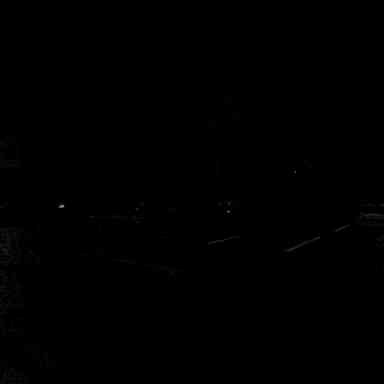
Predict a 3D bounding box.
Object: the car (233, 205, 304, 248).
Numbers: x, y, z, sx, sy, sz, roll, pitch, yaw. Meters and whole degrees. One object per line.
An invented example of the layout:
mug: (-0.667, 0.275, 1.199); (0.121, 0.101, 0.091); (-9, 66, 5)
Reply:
car: (3.507, 1.402, 14.122); (1.845, 1.501, 3.633); (0, 0, 35)

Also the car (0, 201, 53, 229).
car: (-11.965, 1.425, 22.629); (2.097, 1.767, 4.553); (0, 0, 35)

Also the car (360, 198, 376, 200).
car: (18.603, 1.369, 35.332); (2.007, 1.523, 4.514); (0, 0, 35)

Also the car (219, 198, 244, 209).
car: (5.673, 1.593, 47.737); (1.882, 1.535, 5.008); (0, 0, 35)

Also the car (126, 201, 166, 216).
car: (-4.524, 1.598, 33.287); (1.812, 1.442, 4.674); (0, 0, 35)

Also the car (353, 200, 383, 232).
car: (10.239, 1.406, 18.437); (1.970, 1.475, 3.806); (0, 0, 35)
